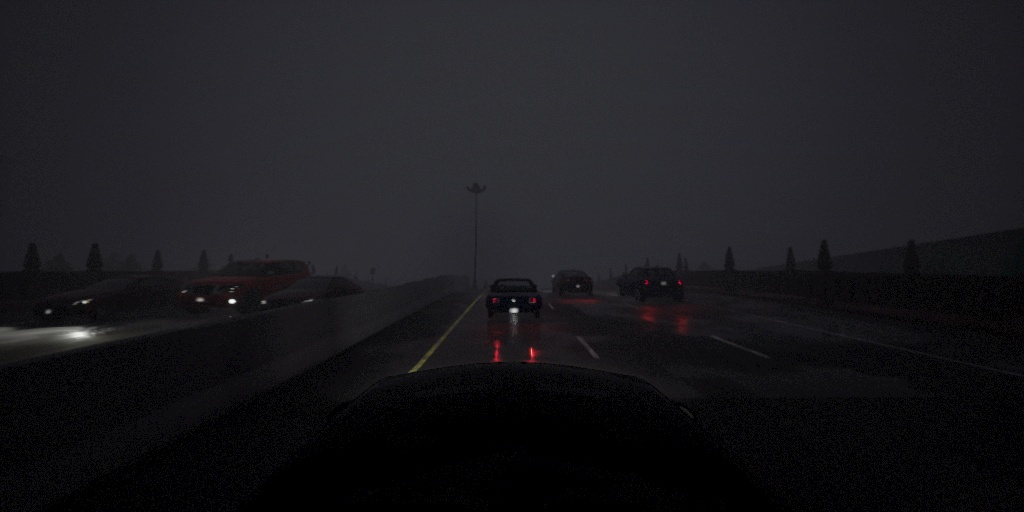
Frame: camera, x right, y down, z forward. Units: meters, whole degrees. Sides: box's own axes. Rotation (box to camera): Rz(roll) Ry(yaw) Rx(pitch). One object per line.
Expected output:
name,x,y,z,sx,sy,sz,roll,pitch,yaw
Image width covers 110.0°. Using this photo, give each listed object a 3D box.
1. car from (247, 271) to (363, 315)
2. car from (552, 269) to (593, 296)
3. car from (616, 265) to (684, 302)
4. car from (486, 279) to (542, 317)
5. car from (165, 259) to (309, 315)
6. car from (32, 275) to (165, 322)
car,-7.125,1.443,13.301,1.812,1.442,4.674,0,-1,0
car,3.533,1.559,21.706,1.882,1.535,5.008,0,-2,0
car,7.044,1.349,18.779,2.097,1.767,4.553,0,-1,0
car,0.061,1.524,13.985,1.895,1.301,4.718,0,-1,0
car,-10.629,1.162,14.983,2.150,2.045,5.566,0,-1,0
car,-14.125,1.448,13.254,1.812,1.442,4.674,0,-1,0
